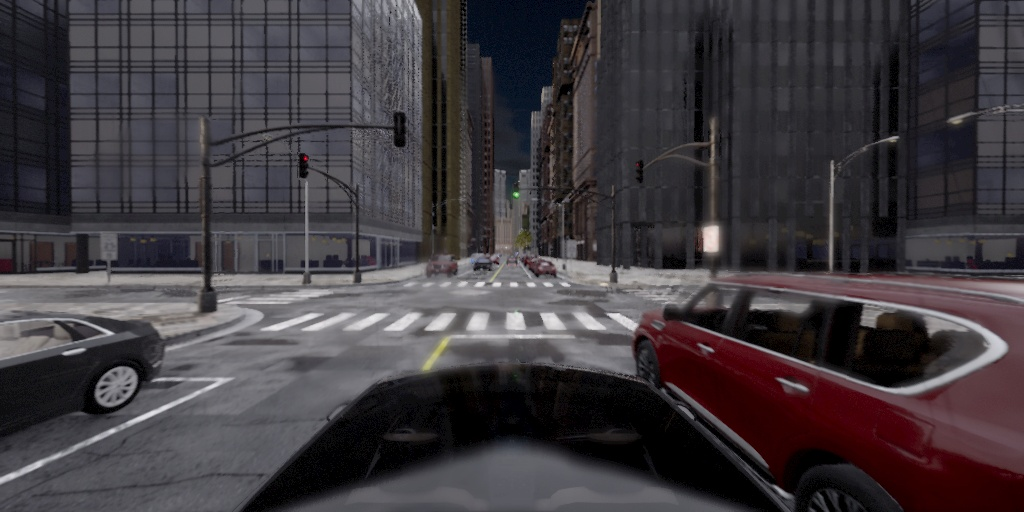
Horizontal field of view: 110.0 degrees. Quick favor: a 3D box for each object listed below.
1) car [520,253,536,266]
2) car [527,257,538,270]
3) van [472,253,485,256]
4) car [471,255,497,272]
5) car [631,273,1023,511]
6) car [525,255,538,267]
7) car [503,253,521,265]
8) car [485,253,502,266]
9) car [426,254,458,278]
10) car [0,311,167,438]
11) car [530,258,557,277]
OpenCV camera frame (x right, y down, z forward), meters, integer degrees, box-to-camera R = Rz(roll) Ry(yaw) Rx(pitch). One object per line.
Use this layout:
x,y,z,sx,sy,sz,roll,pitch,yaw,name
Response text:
2.774,0.572,52.602,2.192,1.841,5.009,0,0,0,car
2.770,0.999,35.748,1.802,1.307,4.207,0,0,0,car
-5.750,0.546,58.204,1.690,1.789,3.998,0,0,0,van
-3.078,0.935,38.821,2.033,1.411,5.357,0,1,0,car
2.763,1.049,3.277,2.192,1.841,5.009,0,0,0,car
2.771,0.909,41.366,1.888,1.381,4.507,0,0,0,car
0.012,0.680,59.931,2.128,1.511,4.902,0,1,0,car
-3.023,0.691,57.258,1.882,1.535,5.008,0,0,1,car
-5.756,0.786,30.112,2.192,1.841,5.009,0,0,0,car
-5.762,1.285,3.259,2.007,1.370,4.403,0,0,0,car
2.769,1.053,30.129,1.802,1.307,4.207,0,0,0,car
